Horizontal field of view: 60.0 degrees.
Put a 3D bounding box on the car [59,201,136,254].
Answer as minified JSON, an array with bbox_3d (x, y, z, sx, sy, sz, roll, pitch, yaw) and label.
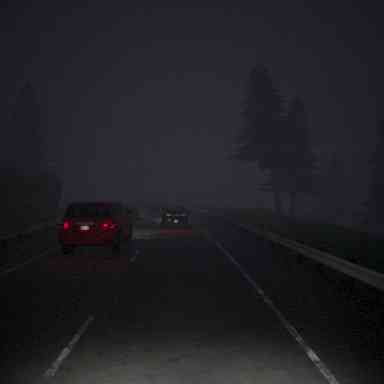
[{"bbox_3d":[-3.937,1.383,14.393,2.150,2.045,5.566,0,-1,-3],"label":"car"}]

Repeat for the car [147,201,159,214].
[{"bbox_3d":[-4.399,1.929,41.290,1.882,1.535,5.008,0,-1,-14],"label":"car"}]

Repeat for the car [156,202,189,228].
[{"bbox_3d":[-1.336,1.759,24.542,2.128,1.511,4.902,0,-1,-6],"label":"car"}]

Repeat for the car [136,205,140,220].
[{"bbox_3d":[-6.037,1.884,32.422,1.812,1.442,4.674,0,-1,-10],"label":"car"}]
